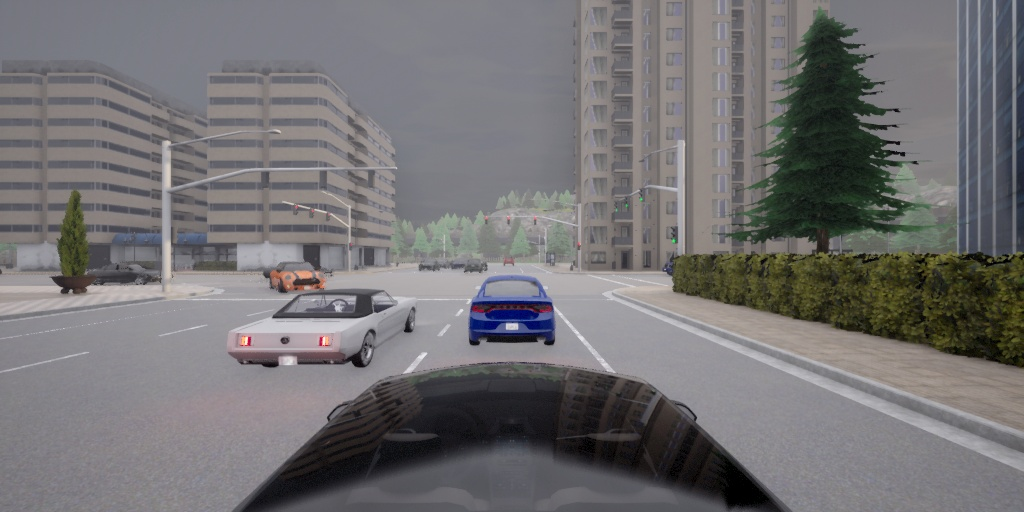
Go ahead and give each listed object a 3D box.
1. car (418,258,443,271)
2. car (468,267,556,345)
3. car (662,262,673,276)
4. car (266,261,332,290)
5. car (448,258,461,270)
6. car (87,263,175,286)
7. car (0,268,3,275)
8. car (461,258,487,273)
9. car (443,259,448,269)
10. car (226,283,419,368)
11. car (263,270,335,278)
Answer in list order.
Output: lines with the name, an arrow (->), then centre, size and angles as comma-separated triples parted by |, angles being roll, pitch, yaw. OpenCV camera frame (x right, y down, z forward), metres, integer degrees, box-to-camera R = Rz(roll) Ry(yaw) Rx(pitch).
car -> -11.012, 1.102, 47.905 | 2.097, 1.767, 4.553 | 0, 0, 0
car -> -0.004, 1.228, 9.495 | 1.882, 1.535, 5.008 | 0, 0, 0
car -> 17.892, 0.971, 35.442 | 5.566, 2.045, 2.150 | 0, 0, 0
car -> -12.265, 1.103, 20.494 | 2.097, 1.767, 4.553 | -1, 0, -43
car -> -7.547, 1.102, 52.124 | 2.097, 1.767, 4.553 | 0, 0, 0
car -> -26.234, 1.256, 24.772 | 4.892, 1.490, 1.837 | 0, 0, 1
car -> -53.615, 1.314, 35.521 | 4.181, 1.385, 1.994 | 0, 0, 0
car -> -4.274, 1.102, 42.954 | 2.097, 1.767, 4.553 | 0, 0, 5
car -> -11.083, 1.255, 56.990 | 1.837, 1.490, 4.892 | 0, 0, 0
car -> -3.496, 1.351, 7.829 | 1.895, 1.301, 4.718 | 0, 0, 0
car -> -16.727, 1.351, 28.279 | 4.718, 1.301, 1.895 | 0, 0, 0
